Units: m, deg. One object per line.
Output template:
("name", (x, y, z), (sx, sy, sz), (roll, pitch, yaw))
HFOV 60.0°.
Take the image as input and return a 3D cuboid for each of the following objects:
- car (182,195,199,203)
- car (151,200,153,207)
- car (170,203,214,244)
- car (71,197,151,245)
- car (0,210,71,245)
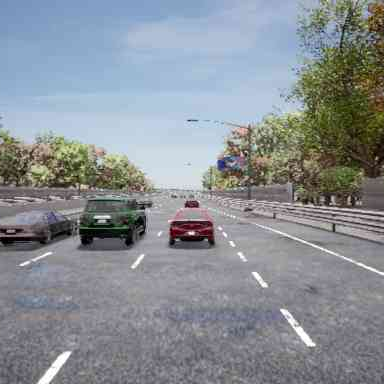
("car", (-0.013, 1.509, 45.255), (1.882, 1.535, 5.008), (0, 0, 0))
("car", (-7.013, 1.582, 50.643), (2.033, 1.411, 5.357), (0, 0, 0))
("car", (-0.003, 1.489, 15.764), (1.882, 1.535, 5.008), (0, 0, 0))
("car", (-3.504, 1.232, 15.628), (2.150, 2.045, 5.566), (0, 0, 0))
("car", (-7.006, 1.558, 15.437), (2.033, 1.411, 5.357), (0, 0, 0))
